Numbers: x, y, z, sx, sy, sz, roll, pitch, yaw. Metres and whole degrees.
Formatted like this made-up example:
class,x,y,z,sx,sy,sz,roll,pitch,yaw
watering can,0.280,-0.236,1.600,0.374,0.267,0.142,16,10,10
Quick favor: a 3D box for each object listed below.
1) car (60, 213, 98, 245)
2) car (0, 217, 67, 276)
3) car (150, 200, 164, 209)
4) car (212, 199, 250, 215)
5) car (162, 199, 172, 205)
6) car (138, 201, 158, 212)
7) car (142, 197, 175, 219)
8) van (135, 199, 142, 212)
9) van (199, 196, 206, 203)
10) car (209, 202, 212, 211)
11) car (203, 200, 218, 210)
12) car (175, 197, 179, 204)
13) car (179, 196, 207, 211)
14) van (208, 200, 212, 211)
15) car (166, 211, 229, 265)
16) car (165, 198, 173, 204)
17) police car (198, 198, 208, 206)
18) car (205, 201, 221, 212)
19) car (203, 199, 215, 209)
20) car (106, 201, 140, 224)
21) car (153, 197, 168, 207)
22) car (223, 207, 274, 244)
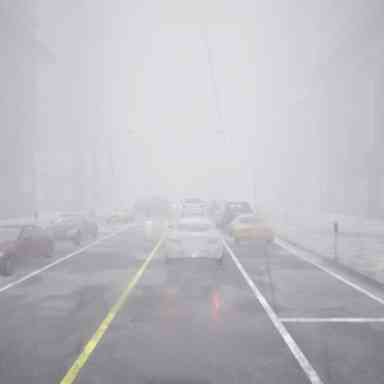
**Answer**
class,x,y,z,sx,sy,sz,roll,pitch,yaw
car,-5.768,1.714,16.151,1.802,1.307,4.206,0,0,0
car,-5.766,1.667,10.532,1.802,1.307,4.206,0,0,0
car,-5.779,2.015,55.481,2.008,1.369,4.403,0,0,0
car,2.756,1.495,21.786,2.192,1.841,5.009,0,0,0
car,-5.785,2.230,77.955,1.947,1.339,4.313,0,-1,0
car,-5.776,1.919,44.244,2.008,1.369,4.403,0,0,0
car,-3.109,1.493,32.398,2.150,2.045,5.566,0,-1,0
van,-5.774,1.662,38.627,1.690,1.788,3.998,0,0,0
van,2.736,2.108,89.204,1.690,1.788,3.998,0,-1,0
car,2.754,1.778,27.403,2.008,1.369,4.403,0,0,0
car,2.748,1.967,49.870,2.008,1.369,4.403,0,0,0
car,-3.021,2.211,72.759,1.895,1.301,4.718,0,-1,0
car,0.089,1.493,32.675,2.150,2.045,5.566,0,0,0
van,2.753,1.616,33.023,1.690,1.788,3.998,0,0,0
car,0.091,1.624,11.996,1.812,1.442,4.674,0,0,0
car,-5.787,2.238,83.404,1.752,1.417,4.829,0,-1,0
police car,2.346,2.025,70.894,1.930,1.638,5.238,0,-1,0
car,2.749,1.914,44.257,1.887,1.381,4.507,0,0,0
car,2.746,1.992,55.664,1.752,1.417,4.829,0,0,0
car,-5.771,1.750,27.218,1.752,1.417,4.829,0,0,0
car,-5.781,1.828,61.101,2.192,1.841,5.009,0,0,0
car,2.757,1.660,16.336,1.752,1.417,4.829,0,0,0
